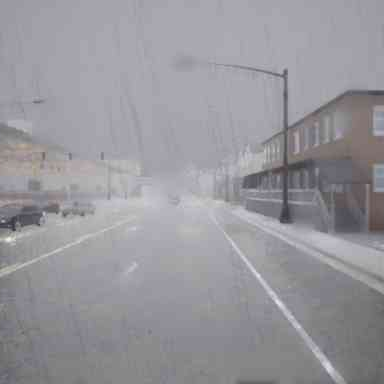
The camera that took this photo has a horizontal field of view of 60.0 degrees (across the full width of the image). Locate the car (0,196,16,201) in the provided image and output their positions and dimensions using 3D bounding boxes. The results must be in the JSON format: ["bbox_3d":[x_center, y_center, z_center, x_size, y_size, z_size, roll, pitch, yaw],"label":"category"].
[{"bbox_3d":[-30.688,1.227,54.616,1.853,1.218,4.536,0,0,29],"label":"car"}]

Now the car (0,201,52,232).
[{"bbox_3d":[-10.533,1.483,19.932,1.837,1.490,4.892,0,-1,0],"label":"car"}]

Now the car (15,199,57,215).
[{"bbox_3d":[-13.961,1.458,31.091,2.128,1.511,4.902,0,0,0],"label":"car"}]

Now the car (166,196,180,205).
[{"bbox_3d":[-3.426,1.577,57.132,1.895,1.301,4.718,0,0,0],"label":"car"}]

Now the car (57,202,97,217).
[{"bbox_3d":[-10.461,1.573,31.056,1.895,1.301,4.718,0,0,0],"label":"car"}]

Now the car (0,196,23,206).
[{"bbox_3d":[-30.664,1.384,54.662,2.038,1.542,4.974,0,0,29],"label":"car"}]

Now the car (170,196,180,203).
[{"bbox_3d":[-3.413,1.480,67.110,1.812,1.442,4.674,0,0,0],"label":"car"}]
